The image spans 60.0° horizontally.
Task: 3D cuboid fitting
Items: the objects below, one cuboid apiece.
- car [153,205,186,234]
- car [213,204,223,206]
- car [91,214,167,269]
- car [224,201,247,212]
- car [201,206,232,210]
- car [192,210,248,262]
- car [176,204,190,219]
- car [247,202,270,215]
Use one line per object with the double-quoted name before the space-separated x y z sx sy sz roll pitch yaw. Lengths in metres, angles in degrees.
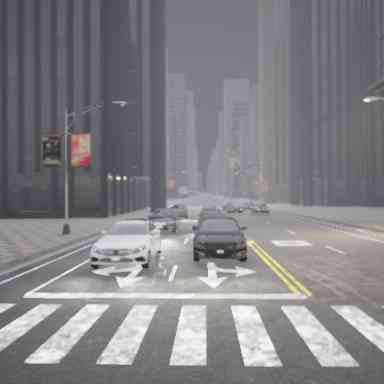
"car" -1.826 1.884 22.426 2.128 1.511 4.902 0 -1 2
"car" 1.904 2.126 35.236 1.994 1.385 4.181 0 -1 2
"car" -2.197 1.760 12.253 1.812 1.442 4.674 0 -1 2
"car" 5.592 2.260 43.476 1.895 1.301 4.718 0 -1 2
"car" 1.471 1.949 23.332 1.994 1.385 4.181 0 -1 3
"car" 1.097 1.709 13.327 1.882 1.535 5.008 0 -1 4
"car" -1.307 2.103 36.235 1.837 1.490 4.892 0 -1 2
"car" 8.802 2.180 43.120 2.033 1.411 5.357 0 -1 2
